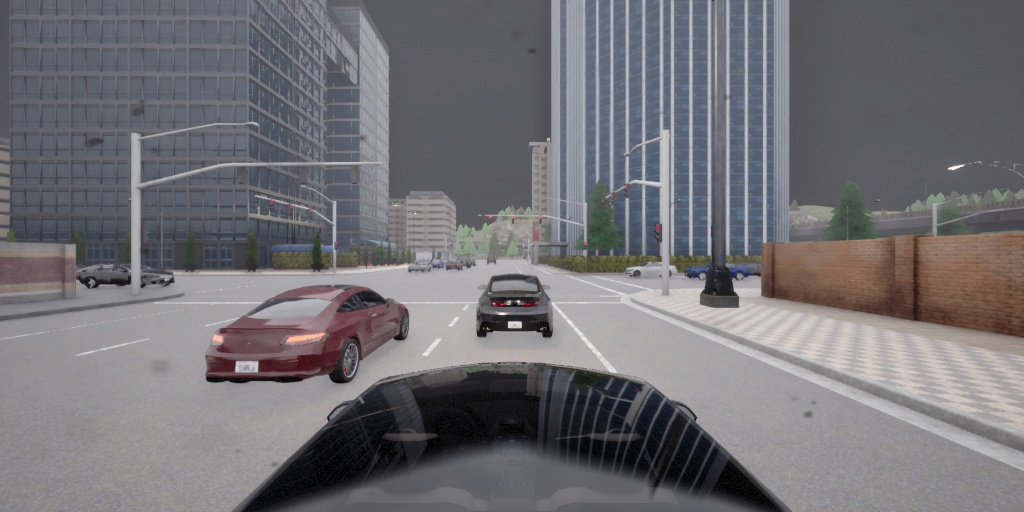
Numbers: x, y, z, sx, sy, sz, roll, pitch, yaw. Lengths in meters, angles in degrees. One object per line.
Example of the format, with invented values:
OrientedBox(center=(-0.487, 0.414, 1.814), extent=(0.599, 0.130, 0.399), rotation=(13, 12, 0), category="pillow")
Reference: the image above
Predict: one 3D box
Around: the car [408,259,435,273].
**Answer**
OrientedBox(center=(-11.397, 1.351, 44.439), extent=(1.895, 1.301, 4.718), rotation=(0, 0, 1), category="car")

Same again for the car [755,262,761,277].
OrientedBox(center=(22.612, 1.297, 33.824), extent=(5.357, 1.411, 2.033), rotation=(0, 0, -1), category="car")

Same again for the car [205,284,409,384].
OrientedBox(center=(-3.438, 1.276, 6.963), extent=(1.812, 1.442, 4.674), rotation=(0, 0, 0), category="car")

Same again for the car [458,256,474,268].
OrientedBox(center=(-8.054, 0.971, 59.440), extent=(2.150, 2.045, 5.566), rotation=(0, 0, -1), category="car")

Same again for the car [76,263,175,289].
OrientedBox(center=(-24.231, 1.241, 22.667), extent=(4.902, 1.511, 2.128), rotation=(0, 0, 0), category="car")

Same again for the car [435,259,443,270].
OrientedBox(center=(-11.479, 1.228, 54.058), extent=(1.882, 1.535, 5.008), rotation=(0, 0, -1), category="car")

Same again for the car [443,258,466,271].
OrientedBox(center=(-7.915, 1.351, 49.646), extent=(1.895, 1.301, 4.718), rotation=(0, 0, -1), category="car")

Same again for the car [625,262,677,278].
OrientedBox(center=(13.025, 1.276, 33.719), extent=(4.674, 1.442, 1.812), rotation=(0, 0, 1), category="car")

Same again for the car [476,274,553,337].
OrientedBox(center=(0.063, 1.255, 10.229), extent=(1.837, 1.490, 4.892), rotation=(0, 0, 0), category="car")

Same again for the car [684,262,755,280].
OrientedBox(center=(17.208, 1.228, 30.276), extent=(5.008, 1.535, 1.882), rotation=(0, 0, -1), category="car")

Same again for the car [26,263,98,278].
OrientedBox(center=(-41.608, 1.314, 33.232), extent=(4.181, 1.385, 1.994), rotation=(0, 0, -1), category="car")
